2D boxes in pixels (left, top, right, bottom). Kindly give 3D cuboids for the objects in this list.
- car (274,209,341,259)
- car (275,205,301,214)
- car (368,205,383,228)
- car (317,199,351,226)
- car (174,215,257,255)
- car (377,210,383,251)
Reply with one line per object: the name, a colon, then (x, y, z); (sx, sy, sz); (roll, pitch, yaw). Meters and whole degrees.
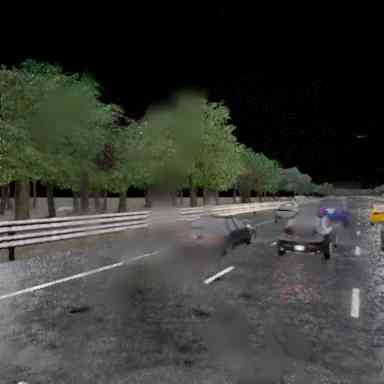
car: (4.780, 1.663, 13.538); (1.837, 1.490, 4.892); (0, 0, 27)
car: (8.410, 1.820, 28.514); (2.128, 1.511, 4.902); (0, -1, 27)
car: (14.997, 1.768, 26.012); (1.882, 1.535, 5.008); (0, 0, 27)
car: (11.125, 1.521, 26.147); (2.150, 2.045, 5.566); (0, 0, 27)
car: (1.207, 1.715, 14.246); (2.033, 1.411, 5.357); (0, -1, 27)
car: (7.905, 1.641, 11.961); (1.837, 1.490, 4.892); (0, 0, 27)
